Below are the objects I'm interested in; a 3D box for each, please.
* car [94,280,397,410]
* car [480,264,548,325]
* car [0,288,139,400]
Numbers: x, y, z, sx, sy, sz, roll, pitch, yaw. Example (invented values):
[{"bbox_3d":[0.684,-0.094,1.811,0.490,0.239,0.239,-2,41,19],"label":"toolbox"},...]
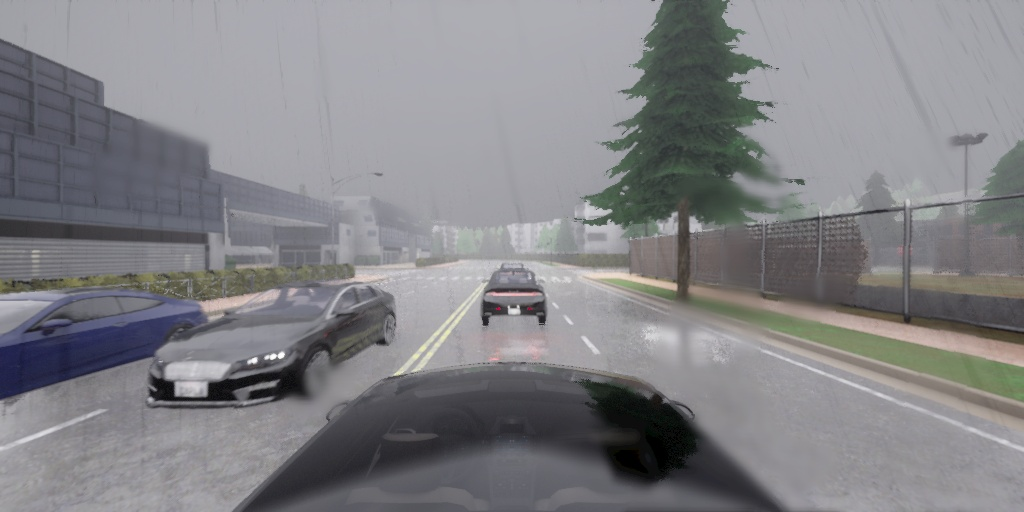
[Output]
[{"bbox_3d":[-3.579,1.219,6.458,2.128,1.511,4.902,0,0,0],"label":"car"},{"bbox_3d":[0.051,1.191,11.553,2.128,1.511,4.902,0,0,0],"label":"car"},{"bbox_3d":[-7.081,1.258,5.424,1.812,1.442,4.674,0,0,0],"label":"car"}]
